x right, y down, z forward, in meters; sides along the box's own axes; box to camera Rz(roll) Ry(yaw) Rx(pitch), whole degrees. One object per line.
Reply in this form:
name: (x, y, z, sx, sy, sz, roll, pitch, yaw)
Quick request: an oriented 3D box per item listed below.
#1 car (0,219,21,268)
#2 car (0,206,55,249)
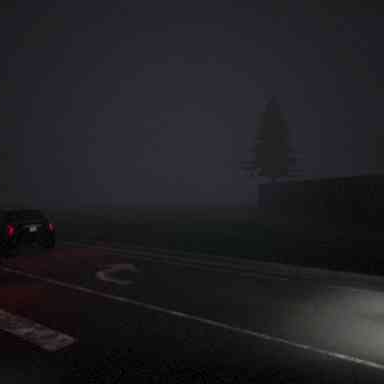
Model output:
car: (-7.032, 1.566, 9.005, 4.902, 1.511, 2.128, -1, 0, 35)
car: (-7.737, 1.449, 13.803, 4.553, 1.767, 2.097, -1, 0, 35)
